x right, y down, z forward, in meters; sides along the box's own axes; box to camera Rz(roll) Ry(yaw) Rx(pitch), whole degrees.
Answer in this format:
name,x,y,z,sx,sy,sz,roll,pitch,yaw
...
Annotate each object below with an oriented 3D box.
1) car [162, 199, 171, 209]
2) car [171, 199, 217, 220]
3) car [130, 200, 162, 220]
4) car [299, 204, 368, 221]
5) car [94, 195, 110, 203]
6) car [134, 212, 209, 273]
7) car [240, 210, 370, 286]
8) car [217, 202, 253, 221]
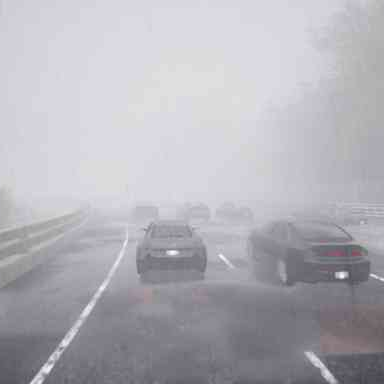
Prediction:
name,x,y,z,sx,sy,sz,roll,pitch,yaw
car,-3.230,1.582,45.791,1.994,1.385,4.181,0,0,-25
car,0.014,1.495,26.158,2.128,1.511,4.902,0,0,-14
car,-4.108,1.497,28.029,1.882,1.535,5.008,0,0,-16
car,8.134,1.466,20.299,2.128,1.511,4.902,0,0,-29
car,-19.587,1.438,72.112,2.097,1.767,4.553,0,0,-38
car,-0.708,1.568,10.729,1.994,1.385,4.181,0,0,-6
car,2.933,1.494,9.396,1.837,1.490,4.892,0,0,-5
car,3.414,1.517,26.919,1.812,1.442,4.674,0,0,-14
